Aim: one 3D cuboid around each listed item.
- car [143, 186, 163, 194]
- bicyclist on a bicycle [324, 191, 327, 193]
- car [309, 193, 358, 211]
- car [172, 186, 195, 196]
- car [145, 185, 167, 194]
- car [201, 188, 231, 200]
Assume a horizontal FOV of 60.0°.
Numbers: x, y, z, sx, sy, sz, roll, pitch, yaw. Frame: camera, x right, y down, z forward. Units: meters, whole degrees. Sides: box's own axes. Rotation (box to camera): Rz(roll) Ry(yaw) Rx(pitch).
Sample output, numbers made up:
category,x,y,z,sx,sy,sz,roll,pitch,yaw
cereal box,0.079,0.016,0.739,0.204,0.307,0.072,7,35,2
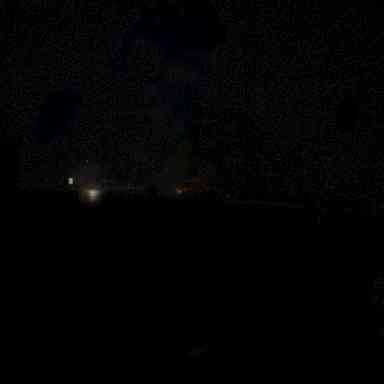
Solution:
category,x,y,z,sx,sy,sz,roll,pitch,yaw
car,-7.602,-0.468,64.967,1.994,1.385,4.181,0,2,-36
bicyclist on a bicycle,15.334,0.673,38.292,1.656,1.620,0.582,0,2,-36
car,13.275,0.873,30.881,2.128,1.511,4.902,0,2,-36
car,-1.506,-0.202,56.530,1.882,1.535,5.008,0,2,-35
car,-6.442,-0.496,58.619,2.033,1.411,5.357,0,2,-36
car,3.231,0.239,44.934,2.128,1.511,4.902,0,2,-36
